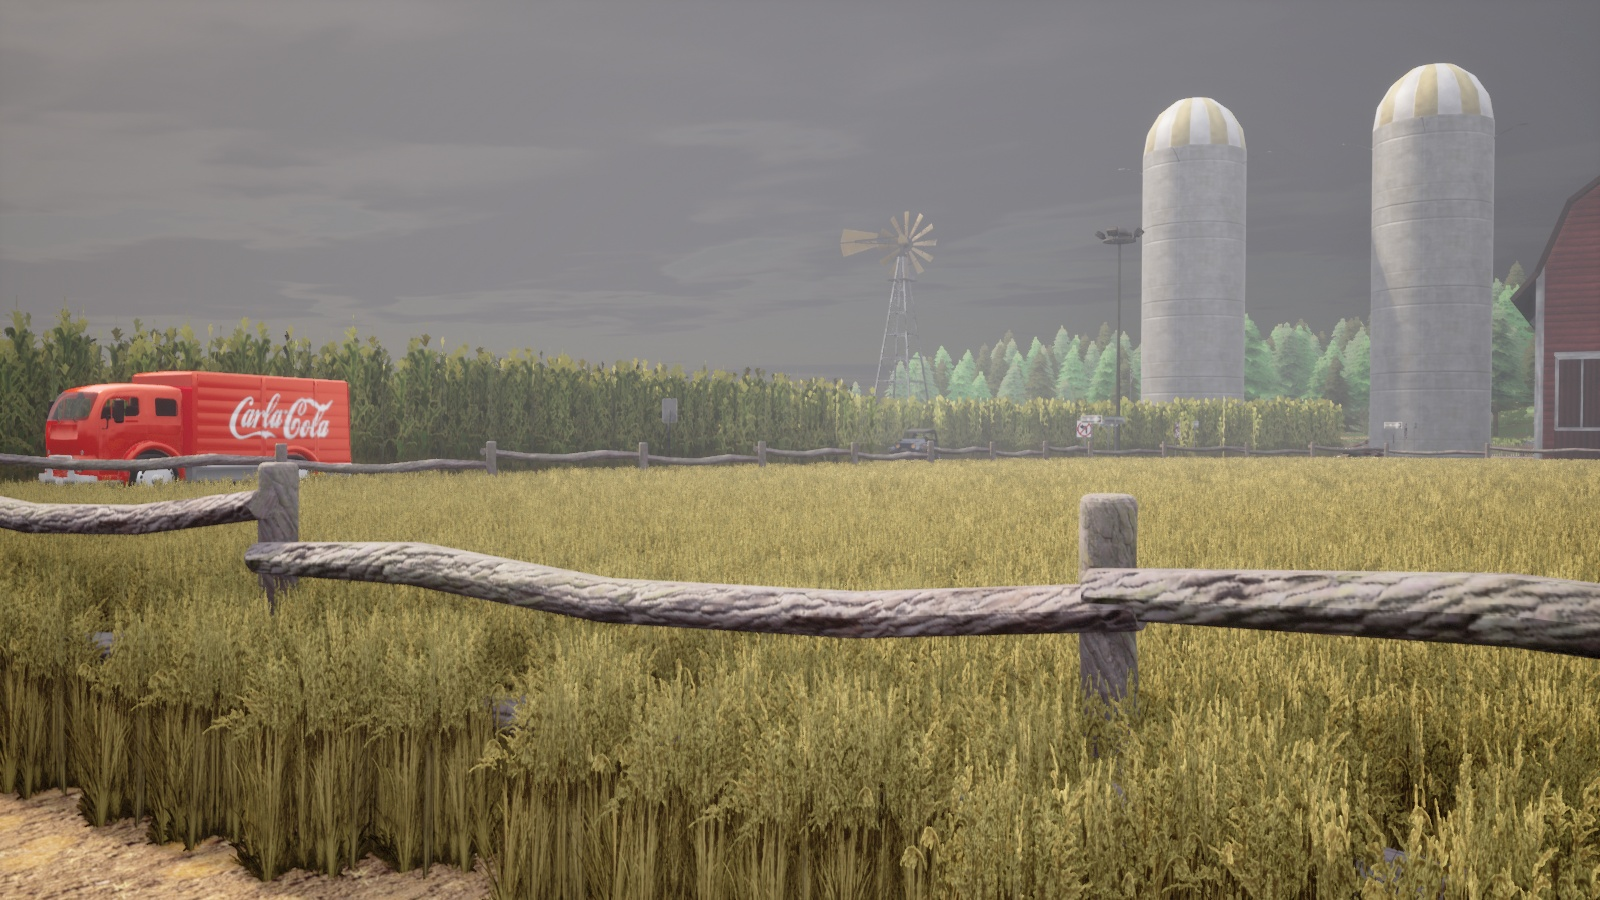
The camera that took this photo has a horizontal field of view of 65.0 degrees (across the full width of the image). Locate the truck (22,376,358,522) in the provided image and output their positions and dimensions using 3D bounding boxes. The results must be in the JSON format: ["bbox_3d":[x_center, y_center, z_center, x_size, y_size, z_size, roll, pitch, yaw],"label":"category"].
[{"bbox_3d":[-11.562,-0.029,24.202,2.627,2.467,5.204,0,0,34],"label":"truck"}]

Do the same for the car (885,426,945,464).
[{"bbox_3d":[6.065,-0.282,65.866,1.905,1.878,3.866,-1,1,24],"label":"car"}]

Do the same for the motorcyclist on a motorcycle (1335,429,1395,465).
[{"bbox_3d":[24.596,-0.142,54.713,2.191,1.530,0.866,-1,2,0],"label":"motorcyclist on a motorcycle"}]
